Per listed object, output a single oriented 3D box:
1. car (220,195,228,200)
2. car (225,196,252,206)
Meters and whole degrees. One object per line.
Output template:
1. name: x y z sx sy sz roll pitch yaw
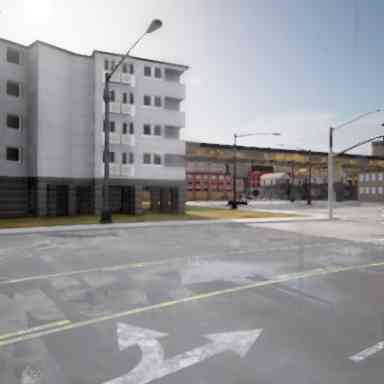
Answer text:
1. car: 7.447 1.436 75.492 1.837 1.490 4.892 0 0 15
2. car: 8.281 1.868 59.953 1.895 1.301 4.718 0 0 -20
